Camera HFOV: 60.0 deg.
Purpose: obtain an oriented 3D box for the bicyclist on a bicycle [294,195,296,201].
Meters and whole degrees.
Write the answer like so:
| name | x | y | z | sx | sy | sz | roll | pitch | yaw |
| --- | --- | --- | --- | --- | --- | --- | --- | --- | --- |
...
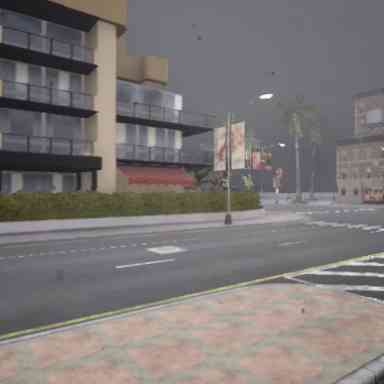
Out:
| name | x | y | z | sx | sy | sz | roll | pitch | yaw |
| --- | --- | --- | --- | --- | --- | --- | --- | --- | --- |
| bicyclist on a bicycle | 18.910 | 1.379 | 60.227 | 1.656 | 1.620 | 0.582 | 0 | 0 | -35 |
